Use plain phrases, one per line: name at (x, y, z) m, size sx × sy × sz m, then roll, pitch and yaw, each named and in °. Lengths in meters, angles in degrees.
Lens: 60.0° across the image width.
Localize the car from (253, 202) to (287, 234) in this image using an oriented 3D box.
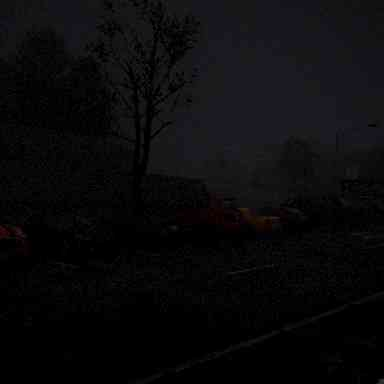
car at (2.126, 1.504, 18.261) m, size 5.366 × 1.575 × 1.946 m, roll -1°, pitch -1°, yaw 34°

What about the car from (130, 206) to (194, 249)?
car at (-2.633, 1.526, 14.682) m, size 4.792 × 1.488 × 2.163 m, roll -1°, pitch -1°, yaw 34°

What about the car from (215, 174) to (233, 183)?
car at (8.779, -3.174, 84.989) m, size 1.946 × 1.575 × 5.366 m, roll 7°, pitch 3°, yaw 34°

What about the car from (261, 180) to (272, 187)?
car at (17.474, -1.810, 72.708) m, size 1.946 × 1.575 × 5.366 m, roll 7°, pitch 3°, yaw 35°

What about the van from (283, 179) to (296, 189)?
van at (20.784, -1.489, 67.510) m, size 1.878 × 1.987 × 4.442 m, roll 7°, pitch 4°, yaw 35°

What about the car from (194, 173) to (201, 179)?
car at (3.394, -4.083, 92.177) m, size 2.185 × 1.767 × 4.553 m, roll 4°, pitch 1°, yaw 33°

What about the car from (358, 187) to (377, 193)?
car at (29.462, 0.138, 55.301) m, size 2.002 × 1.452 × 4.674 m, roll 7°, pitch 3°, yaw 35°

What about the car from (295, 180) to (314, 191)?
car at (22.547, -0.990, 65.150) m, size 2.231 × 1.521 × 4.892 m, roll 7°, pitch 3°, yaw 35°

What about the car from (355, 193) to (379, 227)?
car at (9.667, 1.269, 23.361) m, size 5.566 × 2.045 × 2.435 m, roll -1°, pitch -1°, yaw 35°

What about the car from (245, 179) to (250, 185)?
car at (13.894, -2.315, 77.486) m, size 2.002 × 1.452 × 4.674 m, roll 7°, pitch 3°, yaw 35°

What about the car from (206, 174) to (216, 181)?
car at (6.924, -3.697, 87.246) m, size 2.435 × 2.045 × 5.566 m, roll 7°, pitch 3°, yaw 34°

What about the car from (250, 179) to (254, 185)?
car at (15.640, -2.041, 75.026) m, size 2.002 × 1.452 × 4.674 m, roll 7°, pitch 3°, yaw 35°

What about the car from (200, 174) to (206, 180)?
car at (5.127, -3.848, 89.709) m, size 2.185 × 1.767 × 4.553 m, roll 6°, pitch 3°, yaw 34°

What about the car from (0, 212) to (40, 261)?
car at (-7.515, 1.367, 11.203) m, size 4.553 × 1.767 × 2.185 m, roll -1°, pitch -1°, yaw 34°

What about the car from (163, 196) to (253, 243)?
car at (-0.191, 1.249, 16.430) m, size 5.566 × 2.045 × 2.435 m, roll -1°, pitch -1°, yaw 34°

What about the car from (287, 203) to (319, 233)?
car at (4.731, 1.550, 19.892) m, size 4.674 × 1.452 × 2.002 m, roll -1°, pitch -1°, yaw 35°

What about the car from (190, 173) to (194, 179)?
car at (1.619, -4.360, 94.522) m, size 2.435 × 2.045 × 5.566 m, roll 1°, pitch -1°, yaw 34°

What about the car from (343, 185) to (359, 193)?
car at (27.768, -0.424, 57.771) m, size 2.435 × 2.045 × 5.566 m, roll 7°, pitch 3°, yaw 35°

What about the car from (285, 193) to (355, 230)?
car at (7.156, 1.264, 21.653) m, size 5.566 × 2.045 × 2.435 m, roll -1°, pitch -1°, yaw 35°

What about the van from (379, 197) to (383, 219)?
van at (12.203, 1.298, 25.034) m, size 4.442 × 1.987 × 1.878 m, roll -1°, pitch -1°, yaw 35°

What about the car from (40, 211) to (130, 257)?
car at (-5.051, 1.495, 12.932) m, size 4.892 × 1.521 × 2.231 m, roll -1°, pitch -1°, yaw 34°

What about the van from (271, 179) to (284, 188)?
van at (19.052, -1.762, 69.979) m, size 1.878 × 1.987 × 4.442 m, roll 7°, pitch 4°, yaw 35°
